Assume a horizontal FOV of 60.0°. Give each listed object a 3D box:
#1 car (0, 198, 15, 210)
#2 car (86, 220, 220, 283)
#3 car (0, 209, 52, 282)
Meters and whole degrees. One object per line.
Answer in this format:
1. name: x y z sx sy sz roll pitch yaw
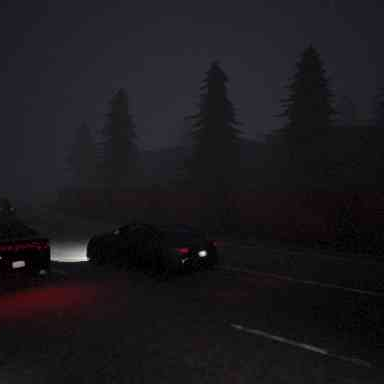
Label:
1. car: -13.231 1.145 22.101 2.097 1.767 4.553 0 0 -39
2. car: -1.253 1.517 9.723 4.181 1.385 1.994 1 0 40
3. car: -5.607 1.393 8.866 5.008 1.535 1.882 1 0 42
